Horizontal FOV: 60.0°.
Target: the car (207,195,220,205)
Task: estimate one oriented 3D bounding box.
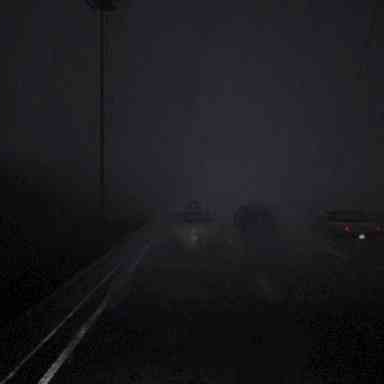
[{"bbox_3d":[3.617,1.263,56.364,2.097,1.767,4.553,0,0,0],"label":"car"}]

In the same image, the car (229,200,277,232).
[{"bbox_3d":[3.603,1.445,19.723,1.882,1.535,5.008,0,0,0],"label":"car"}]

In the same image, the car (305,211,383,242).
[{"bbox_3d":[7.113,1.571,16.155,1.895,1.301,4.718,0,0,0],"label":"car"}]

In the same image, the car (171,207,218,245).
[{"bbox_3d":[0.103,1.577,15.460,1.895,1.301,4.718,0,0,0],"label":"car"}]

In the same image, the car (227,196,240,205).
[{"bbox_3d":[7.118,1.384,57.751,1.882,1.535,5.008,0,0,0],"label":"car"}]

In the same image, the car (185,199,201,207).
[{"bbox_3d":[0.112,1.502,40.383,1.994,1.385,4.181,0,0,0],"label":"car"}]

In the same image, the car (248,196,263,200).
[{"bbox_3d":[10.617,1.411,55.684,1.837,1.490,4.892,0,0,0],"label":"car"}]
